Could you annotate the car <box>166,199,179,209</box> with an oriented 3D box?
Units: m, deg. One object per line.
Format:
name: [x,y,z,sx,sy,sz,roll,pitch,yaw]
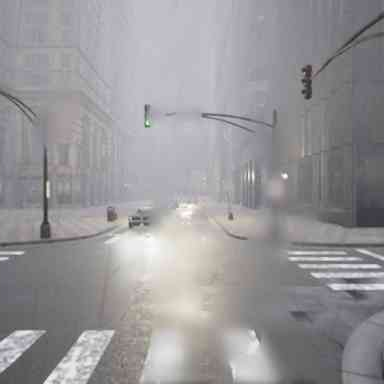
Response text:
car: [-3.080,1.828,52.828,1.812,1.442,4.674,0,0,0]

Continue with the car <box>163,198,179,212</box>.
car: [-3.119,1.595,42.788,2.097,1.767,4.553,0,0,0]

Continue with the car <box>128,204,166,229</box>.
car: [-3.112,1.729,22.843,1.895,1.301,4.718,0,0,0]

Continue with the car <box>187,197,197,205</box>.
car: [0.063,1.754,69.316,2.097,1.767,4.553,0,0,0]

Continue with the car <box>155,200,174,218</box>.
car: [-3.111,1.749,32.785,1.994,1.385,4.181,0,0,0]
